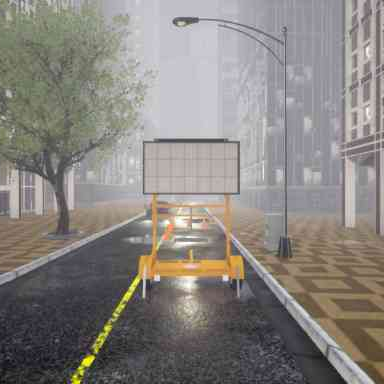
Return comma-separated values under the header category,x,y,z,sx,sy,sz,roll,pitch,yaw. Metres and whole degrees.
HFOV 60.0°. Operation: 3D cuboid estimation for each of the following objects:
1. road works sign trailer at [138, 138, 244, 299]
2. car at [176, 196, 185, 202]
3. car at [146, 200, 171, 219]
category,x,y,z,sx,sy,sz,roll,pitch,yaw
road works sign trailer,-0.019,0.464,8.414,2.380,3.560,2.880,0,0,0
car,-2.755,1.666,81.957,1.812,1.442,4.674,0,0,1
car,-2.919,1.491,29.558,1.882,1.535,5.008,0,0,0
